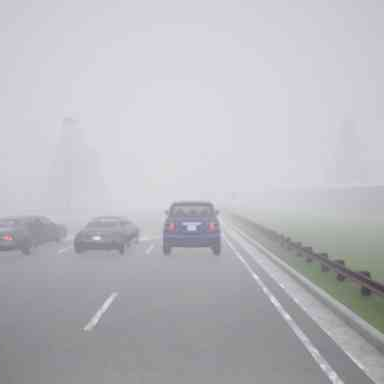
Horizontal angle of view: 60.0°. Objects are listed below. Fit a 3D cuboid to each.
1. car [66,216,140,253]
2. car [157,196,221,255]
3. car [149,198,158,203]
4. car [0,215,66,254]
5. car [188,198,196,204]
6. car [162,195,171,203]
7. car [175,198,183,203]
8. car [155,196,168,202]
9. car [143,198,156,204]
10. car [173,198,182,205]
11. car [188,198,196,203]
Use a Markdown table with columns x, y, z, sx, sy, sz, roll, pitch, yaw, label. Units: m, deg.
| x | y | z | sx | sy | sz | roll | pitch | yaw | label |
| --- | --- | --- | --- | --- | --- | --- | --- | --- | --- |
| -3.497 | 1.697 | 14.275 | 1.994 | 1.385 | 4.181 | 0 | 0 | 0 | car |
| -0.002 | 1.347 | 14.013 | 2.150 | 2.045 | 5.566 | 0 | 0 | 0 | car |
| -10.527 | 2.325 | 91.114 | 1.895 | 1.301 | 4.718 | 0 | -1 | 0 | car |
| -7.002 | 1.677 | 13.983 | 2.033 | 1.411 | 5.357 | 0 | 0 | 0 | car |
| -0.024 | 2.223 | 81.496 | 1.837 | 1.490 | 4.892 | 0 | -1 | 0 | car |
| -7.027 | 1.988 | 91.951 | 2.150 | 2.045 | 5.566 | 0 | -1 | 0 | car |
| -3.527 | 2.270 | 91.086 | 2.033 | 1.411 | 5.357 | 0 | -1 | 0 | car |
| -7.023 | 2.307 | 80.273 | 1.895 | 1.301 | 4.718 | 0 | -1 | 0 | car |
| -10.523 | 2.252 | 80.243 | 2.033 | 1.411 | 5.357 | 0 | -1 | 0 | car |
| -3.523 | 2.264 | 80.245 | 1.994 | 1.385 | 4.181 | 0 | -1 | 0 | car |
| -0.027 | 2.282 | 91.087 | 1.994 | 1.385 | 4.181 | 0 | -1 | 0 | car |
